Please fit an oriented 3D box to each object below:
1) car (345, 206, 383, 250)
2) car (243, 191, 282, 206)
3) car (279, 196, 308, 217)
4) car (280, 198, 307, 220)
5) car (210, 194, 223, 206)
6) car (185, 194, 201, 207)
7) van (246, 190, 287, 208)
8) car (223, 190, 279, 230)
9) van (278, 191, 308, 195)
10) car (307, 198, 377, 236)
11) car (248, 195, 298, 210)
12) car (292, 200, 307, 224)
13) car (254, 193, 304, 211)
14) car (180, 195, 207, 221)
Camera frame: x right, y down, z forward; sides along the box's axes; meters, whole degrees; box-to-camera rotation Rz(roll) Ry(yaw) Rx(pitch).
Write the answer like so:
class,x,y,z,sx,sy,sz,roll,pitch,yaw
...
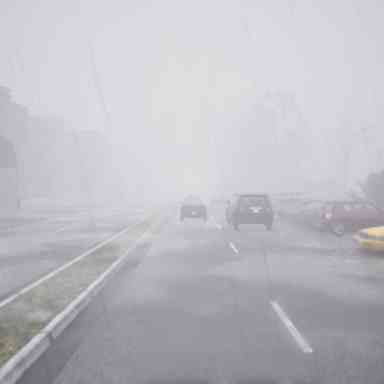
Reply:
class,x,y,z,sx,sy,sz,roll,pitch,yaw
car,8.612,1.416,11.728,5.366,1.575,1.946,0,0,0
car,8.852,0.842,42.027,4.553,1.767,2.185,0,1,0
car,8.779,1.301,25.505,4.792,1.488,2.163,0,1,0
car,8.809,1.347,22.747,4.674,1.452,2.002,0,1,0
car,3.385,0.945,43.339,2.128,1.511,4.902,0,1,0
car,0.128,1.042,42.389,1.994,1.385,4.181,0,1,0
van,8.704,0.805,39.273,4.442,1.987,1.878,0,1,0
car,3.366,1.079,20.198,2.150,2.045,5.566,0,1,0
van,8.930,0.961,31.005,4.442,1.987,1.878,0,1,0
car,8.771,1.247,17.230,4.553,1.767,2.185,0,1,0
car,8.812,1.088,36.520,4.892,1.521,2.231,0,1,0
car,8.801,1.380,19.993,4.674,1.452,2.002,0,1,0
car,8.784,1.012,33.891,4.553,1.767,2.185,0,1,0
car,0.105,1.270,25.312,1.882,1.535,5.008,0,1,0
